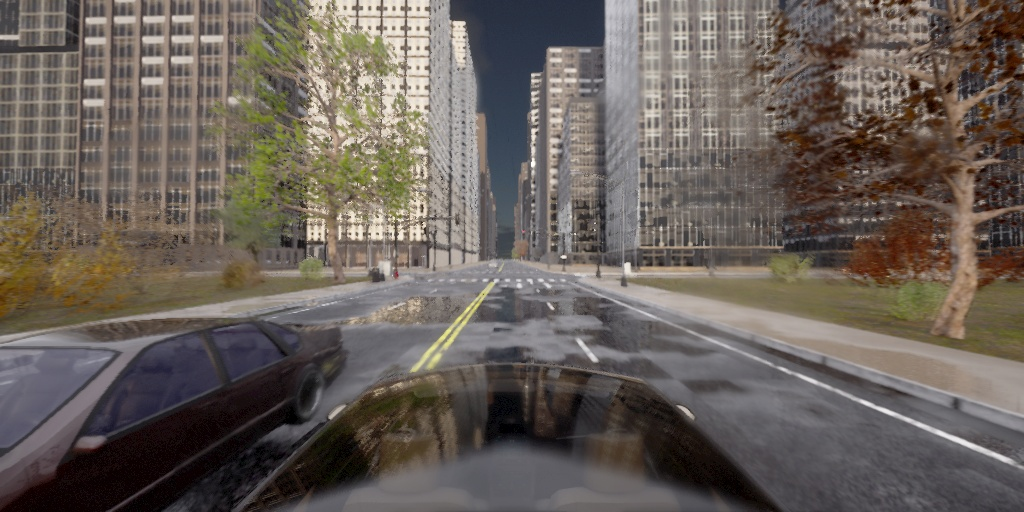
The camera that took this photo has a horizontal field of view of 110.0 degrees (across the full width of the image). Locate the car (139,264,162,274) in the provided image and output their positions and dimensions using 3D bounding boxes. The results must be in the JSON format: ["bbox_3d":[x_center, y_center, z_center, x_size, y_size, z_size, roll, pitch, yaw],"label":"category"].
[{"bbox_3d":[-46.045,1.549,44.218,4.902,1.511,2.128,0,-1,2],"label":"car"}]

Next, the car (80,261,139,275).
[{"bbox_3d":[-46.264,1.331,40.968,4.553,1.767,2.097,0,-1,2],"label":"car"}]

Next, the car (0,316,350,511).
[{"bbox_3d":[-3.350,1.310,3.063,2.033,1.411,5.357,0,-1,0],"label":"car"}]

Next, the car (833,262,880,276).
[{"bbox_3d":[42.669,1.565,44.461,4.553,1.767,2.097,0,-1,2],"label":"car"}]
